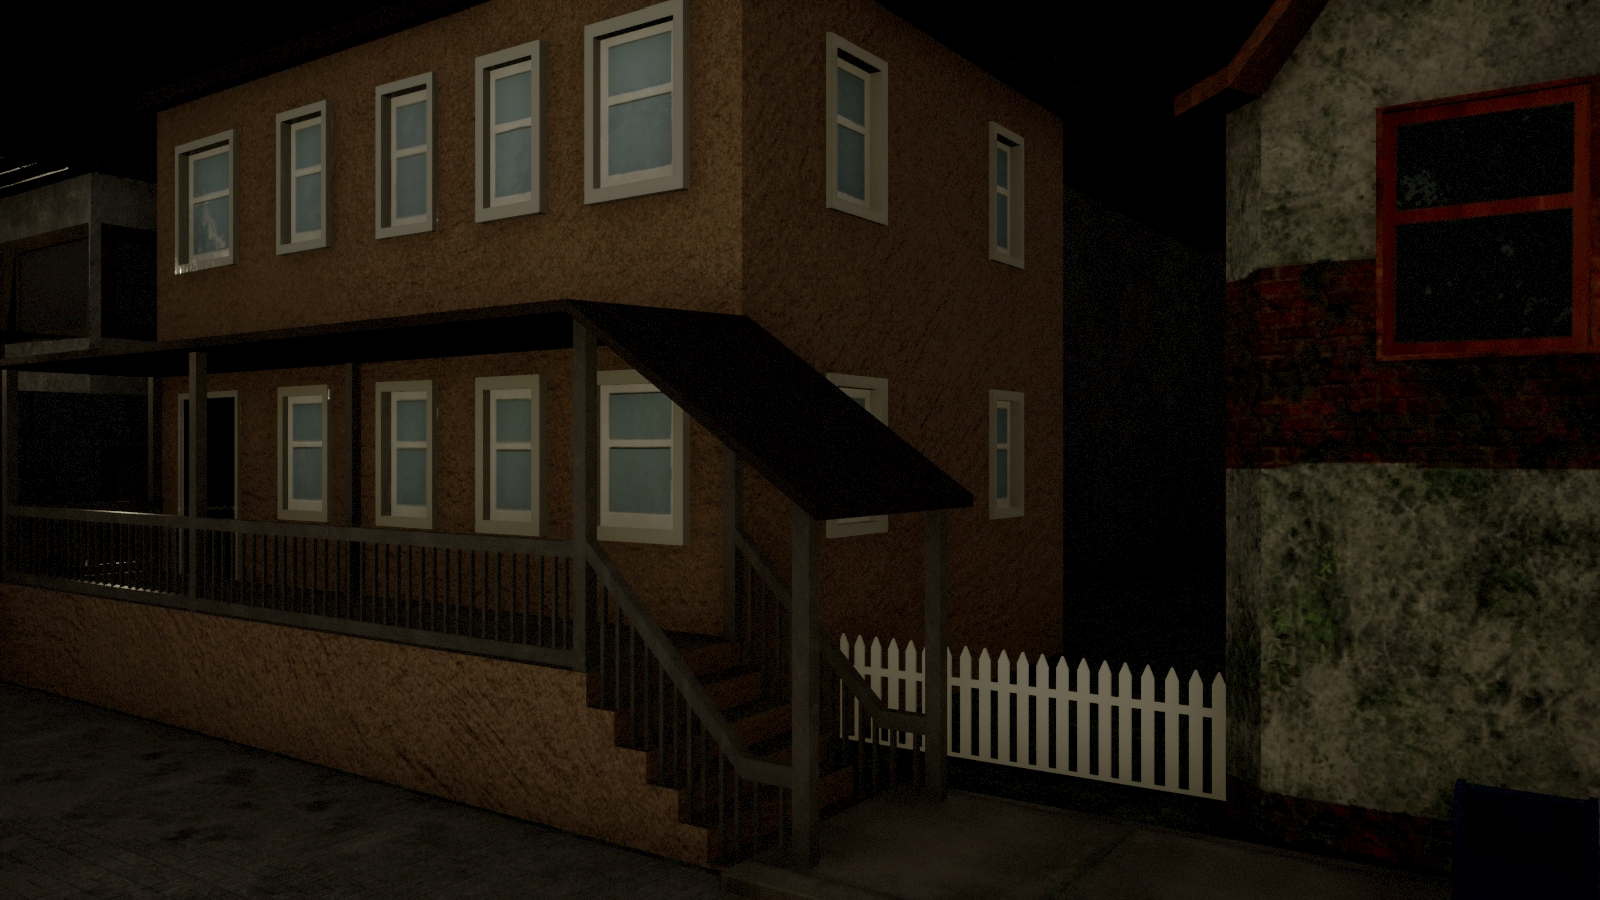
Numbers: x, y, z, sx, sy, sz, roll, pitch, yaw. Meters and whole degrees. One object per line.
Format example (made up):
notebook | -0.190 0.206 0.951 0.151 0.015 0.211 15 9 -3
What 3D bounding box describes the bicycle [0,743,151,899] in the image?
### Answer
bicycle | -3.294 1.940 4.154 0.329 1.271 1.835 2 1 19
